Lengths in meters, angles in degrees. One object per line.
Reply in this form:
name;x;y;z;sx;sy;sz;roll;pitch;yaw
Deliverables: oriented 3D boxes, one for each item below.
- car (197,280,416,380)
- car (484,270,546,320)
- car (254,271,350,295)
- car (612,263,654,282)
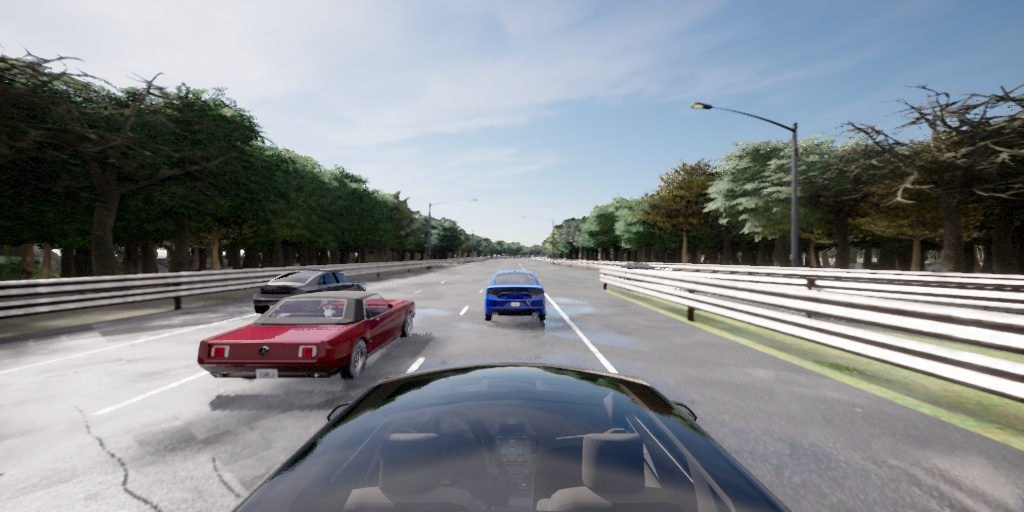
car;-3.400;1.352;7.207;1.895;1.301;4.718;0;0;0
car;0.098;1.230;12.721;1.882;1.535;5.008;0;0;0
car;-6.901;1.258;12.829;1.837;1.490;4.892;0;0;0
car;10.139;1.342;30.002;1.837;1.490;4.892;0;0;-12
